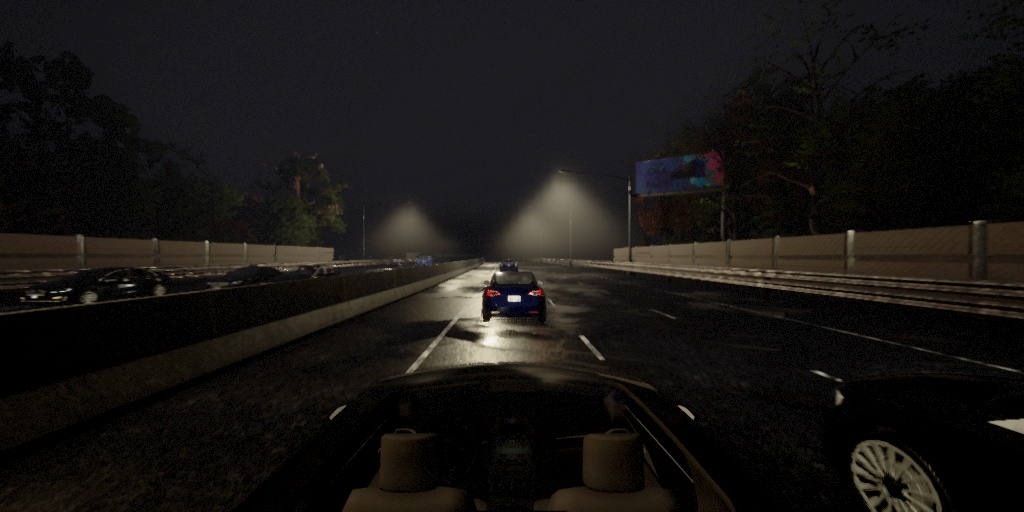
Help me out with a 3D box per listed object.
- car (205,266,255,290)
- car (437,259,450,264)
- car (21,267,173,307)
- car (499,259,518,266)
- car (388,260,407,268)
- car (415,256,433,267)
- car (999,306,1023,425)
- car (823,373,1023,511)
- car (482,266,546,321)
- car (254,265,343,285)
[{"bbox_3d":[-14.220,1.279,19.638,1.812,1.442,4.674,0,0,0],"label":"car"},{"bbox_3d":[-11.562,1.251,61.102,1.812,1.442,4.674,0,0,-1],"label":"car"},{"bbox_3d":[-17.670,1.260,15.670,1.837,1.490,4.892,0,0,0],"label":"car"},{"bbox_3d":[-0.390,1.092,42.195,2.097,1.767,4.553,0,0,-1],"label":"car"},{"bbox_3d":[-18.466,1.295,58.014,1.994,1.385,4.181,0,0,-1],"label":"car"},{"bbox_3d":[-15.085,0.948,61.912,2.150,2.045,5.566,0,0,-1],"label":"car"},{"bbox_3d":[7.091,1.312,2.391,1.994,1.385,4.181,0,0,0],"label":"car"},{"bbox_3d":[3.592,1.240,1.064,2.128,1.511,4.902,0,0,0],"label":"car"},{"bbox_3d":[0.053,1.253,12.498,2.163,1.488,4.792,0,0,0],"label":"car"},{"bbox_3d":[-10.700,1.244,18.959,2.128,1.511,4.902,0,0,-1],"label":"car"}]
